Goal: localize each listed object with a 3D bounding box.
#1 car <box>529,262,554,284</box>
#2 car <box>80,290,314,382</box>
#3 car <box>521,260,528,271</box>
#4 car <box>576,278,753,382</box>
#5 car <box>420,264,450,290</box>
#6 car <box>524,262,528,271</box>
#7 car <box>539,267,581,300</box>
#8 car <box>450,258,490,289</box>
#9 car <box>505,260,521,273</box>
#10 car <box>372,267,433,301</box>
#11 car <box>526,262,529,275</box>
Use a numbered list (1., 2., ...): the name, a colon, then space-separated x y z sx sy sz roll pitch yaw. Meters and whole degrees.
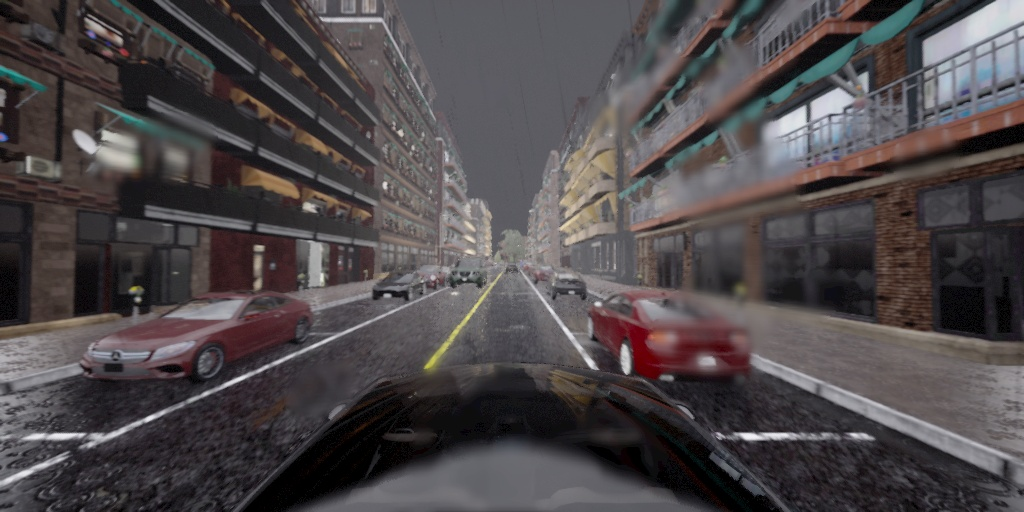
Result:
1. car: 2.701 1.423 29.807 1.967 1.591 4.097 0 0 0
2. car: -5.688 1.377 7.205 1.802 1.307 4.207 0 0 0
3. car: 2.712 1.663 58.115 1.967 1.591 4.097 0 0 0
4. car: 2.693 1.340 7.162 1.888 1.381 4.507 0 0 0
5. car: -5.682 1.376 24.190 1.967 1.591 4.097 0 0 0
6. car: 2.705 1.661 41.130 1.802 1.307 4.207 0 0 0
7. car: 2.697 1.439 18.485 2.007 1.370 4.403 0 0 0
8. car: -3.024 1.173 25.842 2.150 2.045 5.566 0 -1 1
9. car: 0.018 1.674 51.776 1.837 1.490 4.892 0 0 0
10. car: -5.684 1.455 18.528 1.948 1.339 4.313 0 0 0
11. car: 2.703 1.582 35.468 2.007 1.370 4.403 0 0 0
